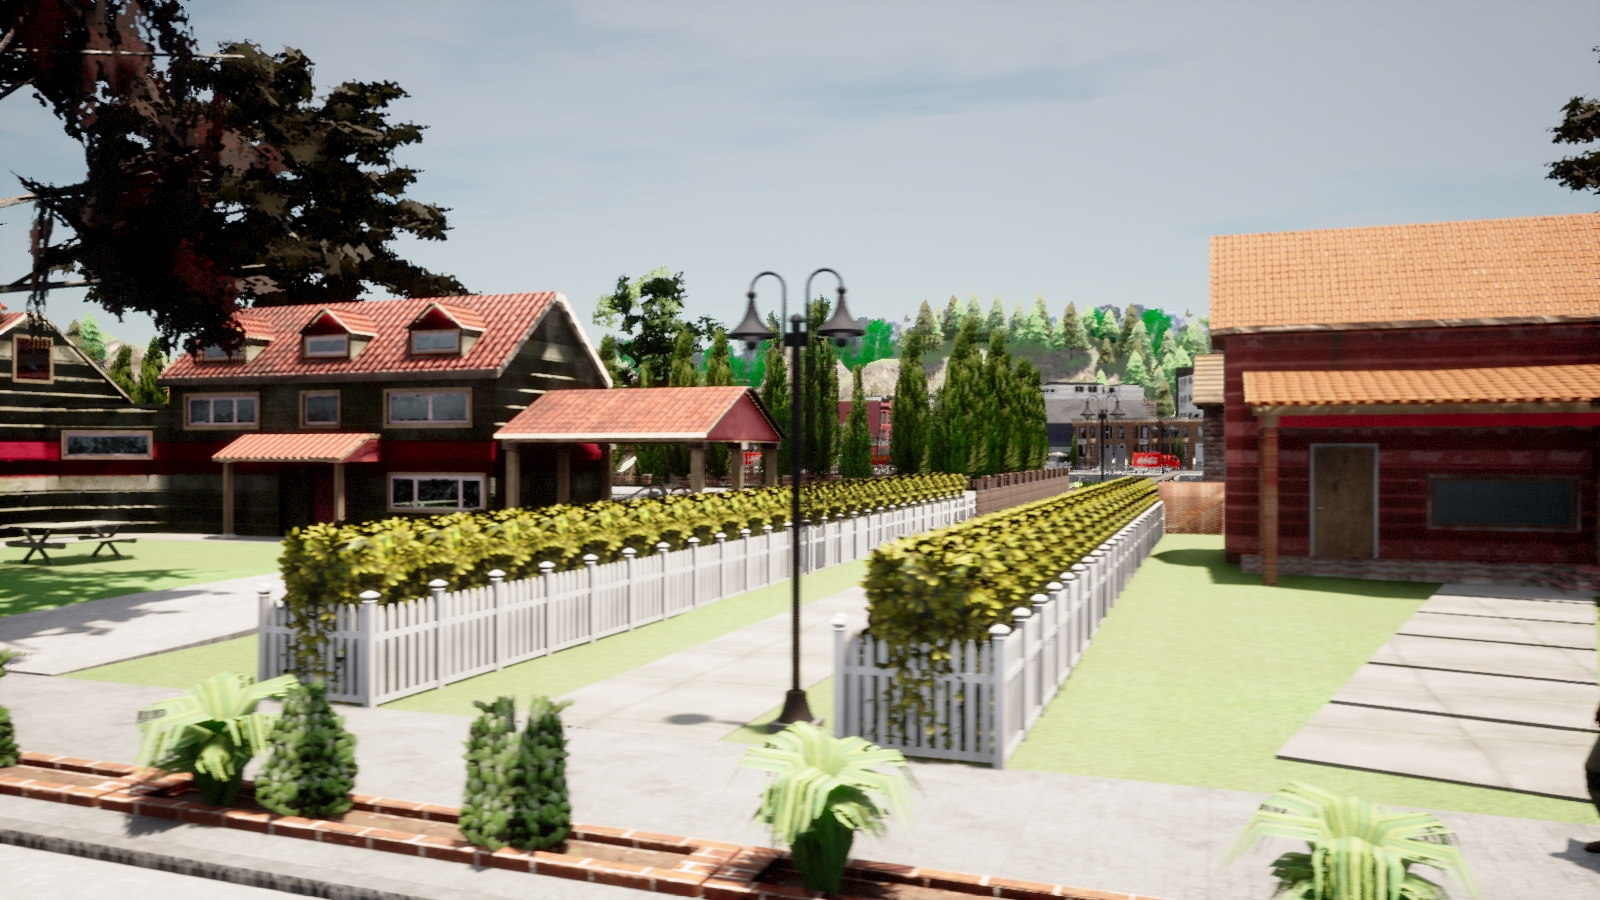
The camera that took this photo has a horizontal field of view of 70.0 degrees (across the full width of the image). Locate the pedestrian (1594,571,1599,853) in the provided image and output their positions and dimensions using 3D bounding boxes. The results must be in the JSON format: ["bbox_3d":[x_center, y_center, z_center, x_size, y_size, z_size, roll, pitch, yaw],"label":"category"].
[{"bbox_3d":[5.463,1.743,7.459,0.375,1.860,0.375,0,0,21],"label":"pedestrian"}]
